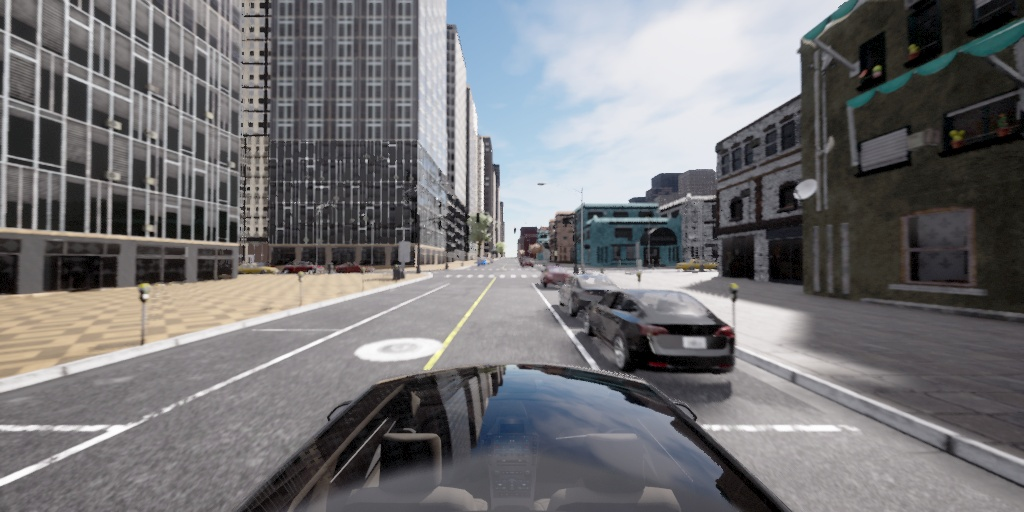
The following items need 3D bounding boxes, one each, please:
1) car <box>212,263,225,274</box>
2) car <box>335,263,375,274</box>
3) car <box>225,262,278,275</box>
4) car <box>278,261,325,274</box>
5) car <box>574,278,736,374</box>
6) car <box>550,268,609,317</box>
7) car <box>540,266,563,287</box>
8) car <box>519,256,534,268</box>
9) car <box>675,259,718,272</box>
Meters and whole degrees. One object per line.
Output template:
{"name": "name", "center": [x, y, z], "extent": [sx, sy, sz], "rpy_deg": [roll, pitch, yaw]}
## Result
{"name": "car", "center": [-34.797, 1.580, 42.793], "extent": [5.357, 1.411, 2.033], "rpy_deg": [-1, -1, 1]}
{"name": "car", "center": [-17.434, 1.403, 39.931], "extent": [4.207, 1.307, 1.802], "rpy_deg": [0, 0, 1]}
{"name": "car", "center": [-28.631, 1.455, 40.034], "extent": [4.829, 1.417, 1.751], "rpy_deg": [0, 0, 1]}
{"name": "car", "center": [-23.117, 1.315, 39.984], "extent": [4.097, 1.591, 1.967], "rpy_deg": [0, 0, 1]}
{"name": "car", "center": [2.689, 1.316, 7.385], "extent": [1.948, 1.339, 4.313], "rpy_deg": [0, 0, 0]}
{"name": "car", "center": [2.687, 1.300, 12.863], "extent": [2.007, 1.370, 4.403], "rpy_deg": [0, 0, 0]}
{"name": "car", "center": [2.806, 1.330, 23.815], "extent": [1.802, 1.307, 4.207], "rpy_deg": [0, 0, 0]}
{"name": "car", "center": [2.668, 1.175, 61.778], "extent": [1.967, 1.591, 4.097], "rpy_deg": [0, 0, 0]}
{"name": "car", "center": [20.675, 0.987, 39.580], "extent": [4.829, 1.417, 1.751], "rpy_deg": [0, 0, 1]}
